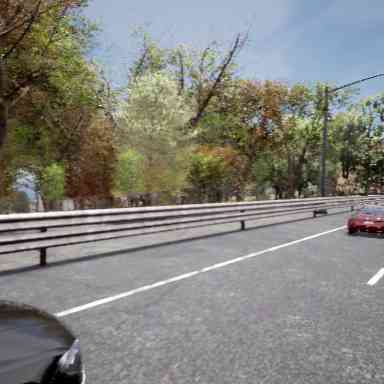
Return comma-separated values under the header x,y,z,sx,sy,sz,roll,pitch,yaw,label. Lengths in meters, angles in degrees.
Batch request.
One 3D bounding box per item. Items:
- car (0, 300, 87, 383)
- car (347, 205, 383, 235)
x,y,z,sx,sy,sz,roll,pitch,yaw,label
-2.886,1.355,1.603,2.128,1.511,4.902,3,2,39,car
9.226,1.345,16.492,1.994,1.385,4.181,3,2,40,car
